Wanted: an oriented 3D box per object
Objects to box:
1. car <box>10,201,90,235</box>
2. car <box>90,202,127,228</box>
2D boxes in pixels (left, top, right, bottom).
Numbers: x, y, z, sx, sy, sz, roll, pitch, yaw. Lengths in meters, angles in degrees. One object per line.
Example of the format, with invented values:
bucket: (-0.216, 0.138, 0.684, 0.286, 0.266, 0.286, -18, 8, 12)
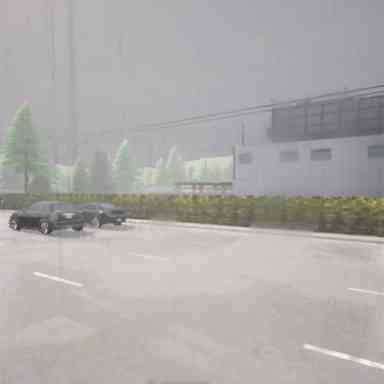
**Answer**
car: (-8.055, 1.278, 18.333, 4.553, 1.767, 2.097, 0, 0, 36)
car: (-6.340, 1.429, 21.410, 4.892, 1.490, 1.837, 0, 0, 36)
